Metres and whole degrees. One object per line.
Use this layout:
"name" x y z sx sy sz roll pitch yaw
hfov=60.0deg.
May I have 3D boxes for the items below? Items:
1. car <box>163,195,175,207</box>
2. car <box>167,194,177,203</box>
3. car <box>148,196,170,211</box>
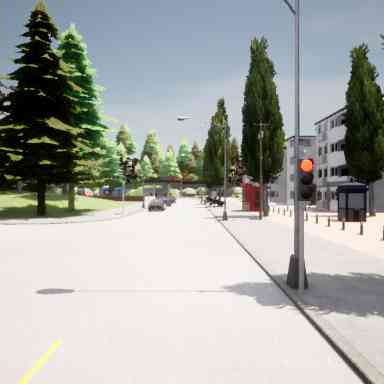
"car" -4.123 1.563 50.098 1.994 1.385 4.181 0 0 0
"car" -4.045 1.507 64.578 1.837 1.490 4.892 0 -1 1
"car" -4.129 1.547 40.160 2.033 1.411 5.357 0 0 0
